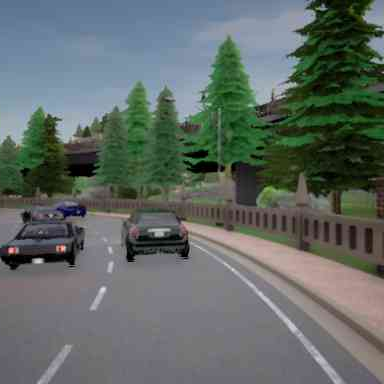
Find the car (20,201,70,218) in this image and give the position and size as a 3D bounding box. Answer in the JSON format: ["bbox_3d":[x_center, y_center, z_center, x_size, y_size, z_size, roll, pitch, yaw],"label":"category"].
[{"bbox_3d":[-10.604,1.565,23.397,2.033,1.411,5.357,0,0,-37],"label":"car"}]

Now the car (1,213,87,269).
[{"bbox_3d":[-4.729,1.609,11.285,1.895,1.301,4.718,0,0,-13],"label":"car"}]

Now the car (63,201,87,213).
[{"bbox_3d":[-11.045,1.499,29.019,1.882,1.535,5.008,0,0,-44],"label":"car"}]

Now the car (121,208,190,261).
[{"bbox_3d":[-1.555,1.360,12.616,2.097,1.767,4.553,0,0,-14],"label":"car"}]
